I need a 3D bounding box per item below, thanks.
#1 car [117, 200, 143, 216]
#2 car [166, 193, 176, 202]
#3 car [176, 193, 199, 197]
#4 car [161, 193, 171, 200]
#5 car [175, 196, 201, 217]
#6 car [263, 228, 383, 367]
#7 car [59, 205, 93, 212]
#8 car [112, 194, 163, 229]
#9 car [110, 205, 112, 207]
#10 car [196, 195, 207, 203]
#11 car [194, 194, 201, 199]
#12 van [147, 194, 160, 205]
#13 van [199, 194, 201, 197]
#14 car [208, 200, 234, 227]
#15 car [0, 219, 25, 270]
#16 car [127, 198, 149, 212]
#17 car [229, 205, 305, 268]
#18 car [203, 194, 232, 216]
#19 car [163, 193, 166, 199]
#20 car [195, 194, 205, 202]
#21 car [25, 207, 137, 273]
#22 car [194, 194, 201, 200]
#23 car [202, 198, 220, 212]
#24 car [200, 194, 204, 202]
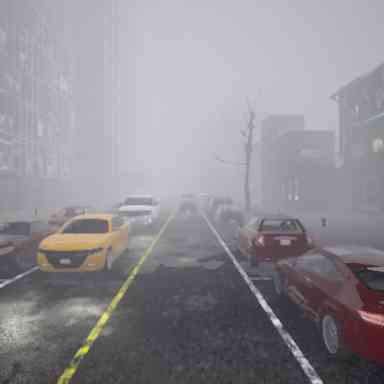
[{"bbox_3d":[-6.104,1.543,33.253,1.802,1.307,4.206,1,0,-1],"label":"car"},{"bbox_3d":[-3.916,1.342,69.960,1.837,1.490,4.892,0,0,-1],"label":"car"},{"bbox_3d":[-0.539,1.141,43.207,2.150,2.045,5.566,0,1,0],"label":"car"},{"bbox_3d":[-6.844,1.100,88.709,2.192,1.841,5.009,1,0,-1],"label":"car"},{"bbox_3d":[-0.343,1.452,31.087,1.837,1.490,4.892,0,0,0],"label":"car"},{"bbox_3d":[2.646,1.565,5.633,1.802,1.307,4.206,0,0,-1],"label":"car"},{"bbox_3d":[-5.881,1.435,16.613,1.967,1.590,4.097,1,0,-1],"label":"car"},{"bbox_3d":[-3.358,1.199,21.564,2.150,2.045,5.566,0,0,-1],"label":"car"},{"bbox_3d":[-6.031,1.556,27.705,1.802,1.307,4.206,1,0,-1],"label":"car"},{"bbox_3d":[1.830,1.401,66.641,1.947,1.339,4.313,1,0,-1],"label":"car"},{"bbox_3d":[1.457,1.258,94.539,1.752,1.417,4.829,1,0,-1],"label":"car"},{"bbox_3d":[-6.399,1.241,55.436,1.690,1.788,3.998,1,0,-1],"label":"van"},{"bbox_3d":[1.906,1.194,61.095,1.690,1.788,3.998,1,0,-1],"label":"van"},{"bbox_3d":[2.424,1.507,22.272,2.008,1.369,4.403,1,0,-1],"label":"car"},{"bbox_3d":[-5.808,1.586,11.068,1.802,1.307,4.206,1,0,-1],"label":"car"},{"bbox_3d":[-6.178,1.492,38.798,1.887,1.381,4.507,1,0,-1],"label":"car"},{"bbox_3d":[2.572,1.415,11.181,1.967,1.590,4.097,0,0,-1],"label":"car"},{"bbox_3d":[2.352,1.260,27.816,2.192,1.841,5.009,1,0,-1],"label":"car"},{"bbox_3d":[-6.773,1.388,83.165,1.802,1.307,4.206,1,0,-1],"label":"car"},{"bbox_3d":[1.757,1.256,72.186,1.967,1.590,4.097,1,0,-1],"label":"car"},{"bbox_3d":[-3.226,1.473,10.875,1.882,1.535,5.008,0,0,-1],"label":"car"},{"bbox_3d":[1.533,1.337,88.824,1.802,1.307,4.206,1,0,-1],"label":"car"},{"bbox_3d":[2.199,1.443,39.082,1.752,1.417,4.829,1,0,-1],"label":"car"},{"bbox_3d":[2.278,1.247,33.365,2.192,1.841,5.009,1,0,-1],"label":"car"}]
